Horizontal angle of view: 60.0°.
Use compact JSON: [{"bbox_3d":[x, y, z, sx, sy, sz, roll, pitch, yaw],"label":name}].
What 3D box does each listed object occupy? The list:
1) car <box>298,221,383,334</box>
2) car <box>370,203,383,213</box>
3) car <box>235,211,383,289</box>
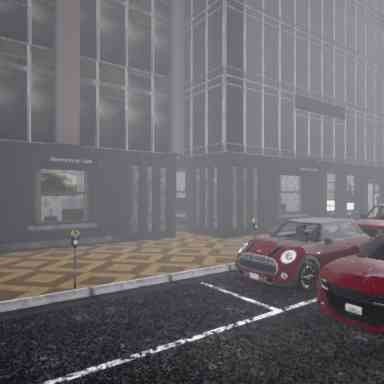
[{"bbox_3d":[4.453,1.477,6.439,5.008,1.535,1.882,0,0,-36],"label":"car"},{"bbox_3d":[7.604,1.311,12.160,5.009,1.841,2.192,0,0,-36],"label":"car"},{"bbox_3d":[3.078,1.440,8.932,4.097,1.590,1.967,0,0,-36],"label":"car"}]
